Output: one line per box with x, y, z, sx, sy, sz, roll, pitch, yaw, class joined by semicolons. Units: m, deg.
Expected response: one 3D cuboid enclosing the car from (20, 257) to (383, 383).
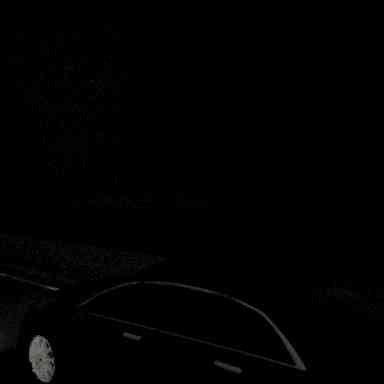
0.001;1.519;3.684;4.892;1.490;1.837;0;0;35;car
